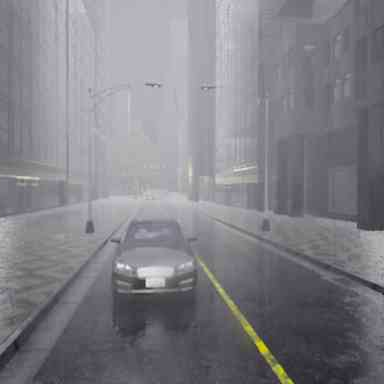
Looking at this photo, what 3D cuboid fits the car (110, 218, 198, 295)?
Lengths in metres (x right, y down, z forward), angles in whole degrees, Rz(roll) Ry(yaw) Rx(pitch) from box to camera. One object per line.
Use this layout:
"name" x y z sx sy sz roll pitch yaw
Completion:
"car" -1.010 1.482 8.857 2.128 1.511 4.902 0 0 -7

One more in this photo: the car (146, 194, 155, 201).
"car" -9.785 1.303 78.549 2.128 1.511 4.902 0 0 -7
